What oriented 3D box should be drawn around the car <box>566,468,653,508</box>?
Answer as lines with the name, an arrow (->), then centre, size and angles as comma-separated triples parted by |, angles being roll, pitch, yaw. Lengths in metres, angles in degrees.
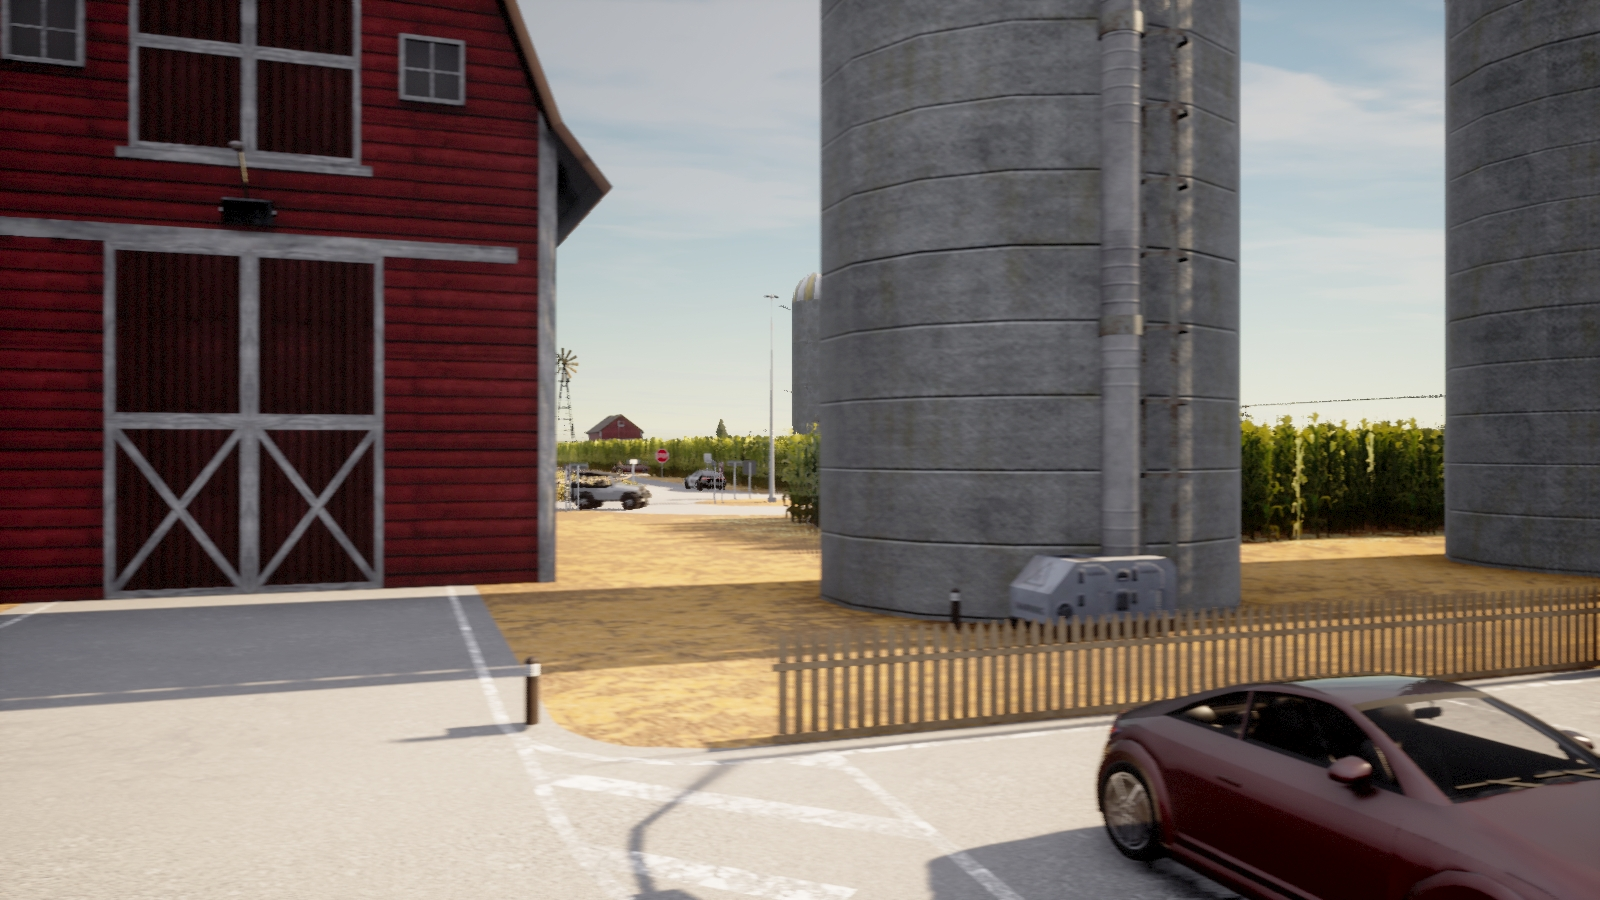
car -> -9.353, 1.857, 56.263 | 3.866, 1.878, 1.905 | 0, 0, 8

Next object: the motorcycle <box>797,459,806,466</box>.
motorcycle -> 0.179, 2.154, 197.964 | 0.764, 1.307, 2.356 | 0, 0, -21
